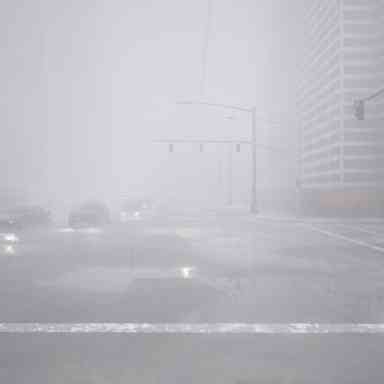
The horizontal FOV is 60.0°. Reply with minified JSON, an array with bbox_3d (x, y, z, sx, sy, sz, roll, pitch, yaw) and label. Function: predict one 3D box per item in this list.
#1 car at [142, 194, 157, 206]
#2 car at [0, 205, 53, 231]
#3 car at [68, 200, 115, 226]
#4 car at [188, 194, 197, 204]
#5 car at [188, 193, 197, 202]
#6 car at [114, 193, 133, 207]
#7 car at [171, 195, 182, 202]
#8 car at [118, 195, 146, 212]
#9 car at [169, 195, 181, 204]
[{"bbox_3d":[-7.021,1.501,55.942,1.837,1.490,4.892,0,1,0],"label":"car"},{"bbox_3d":[-10.577,1.548,20.766,2.033,1.411,5.357,0,0,0],"label":"car"},{"bbox_3d":[-7.073,1.507,23.265,1.837,1.490,4.892,0,-1,0],"label":"car"},{"bbox_3d":[0.075,1.547,64.185,2.033,1.411,5.357,0,0,0],"label":"car"},{"bbox_3d":[0.087,1.184,74.440,2.097,1.767,4.553,0,0,0],"label":"car"},{"bbox_3d":[-10.533,1.224,51.174,2.150,2.045,5.566,0,0,0],"label":"car"},{"bbox_3d":[-3.412,1.354,74.474,2.128,1.511,4.902,0,0,0],"label":"car"},{"bbox_3d":[-7.053,1.504,39.733,1.837,1.490,4.892,0,0,0],"label":"car"},{"bbox_3d":[-3.425,1.491,64.189,2.128,1.511,4.902,0,0,0],"label":"car"}]
